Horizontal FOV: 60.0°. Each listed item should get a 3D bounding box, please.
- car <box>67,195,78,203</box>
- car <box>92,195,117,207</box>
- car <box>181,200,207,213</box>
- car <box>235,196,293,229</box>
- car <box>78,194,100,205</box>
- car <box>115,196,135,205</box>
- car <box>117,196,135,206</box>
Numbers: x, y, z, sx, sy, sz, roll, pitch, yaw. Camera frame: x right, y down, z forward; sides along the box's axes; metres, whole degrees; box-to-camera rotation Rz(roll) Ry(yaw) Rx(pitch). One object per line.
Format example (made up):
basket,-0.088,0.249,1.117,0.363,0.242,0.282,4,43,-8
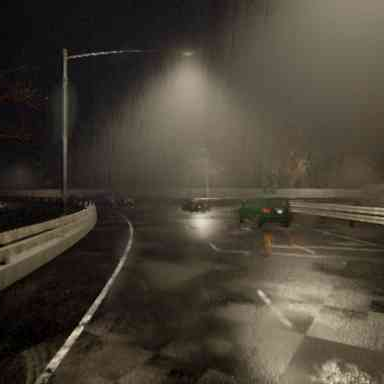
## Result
car,-24.710,1.403,68.533,1.837,1.490,4.892,0,0,-42
car,-14.013,1.645,53.123,1.994,1.385,4.181,0,0,-30
car,0.163,1.647,38.741,1.994,1.385,4.181,0,0,-20
car,4.722,1.283,22.534,2.150,2.045,5.566,0,0,-12
car,-18.640,1.611,60.461,1.812,1.442,4.674,0,0,-37
car,-13.076,1.611,64.742,1.837,1.490,4.892,0,0,-37
car,-11.193,1.693,55.227,1.895,1.301,4.718,0,0,-30
